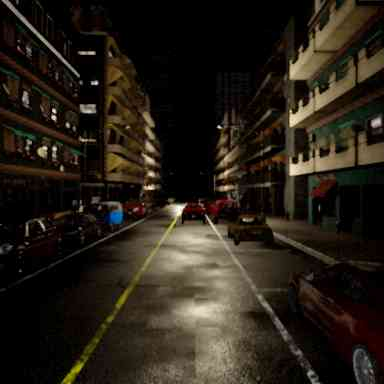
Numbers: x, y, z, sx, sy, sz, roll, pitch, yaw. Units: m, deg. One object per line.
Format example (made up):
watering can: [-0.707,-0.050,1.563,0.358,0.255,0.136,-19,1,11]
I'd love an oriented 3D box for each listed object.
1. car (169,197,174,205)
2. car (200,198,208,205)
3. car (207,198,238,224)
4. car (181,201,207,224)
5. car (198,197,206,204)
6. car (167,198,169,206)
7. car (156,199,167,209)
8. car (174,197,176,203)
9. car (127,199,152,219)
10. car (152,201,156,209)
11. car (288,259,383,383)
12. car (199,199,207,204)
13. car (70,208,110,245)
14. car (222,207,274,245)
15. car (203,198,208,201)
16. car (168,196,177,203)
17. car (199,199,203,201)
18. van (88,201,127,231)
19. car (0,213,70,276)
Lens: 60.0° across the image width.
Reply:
car: [-5.643,2.225,72.067,2.008,1.369,4.403,-1,-1,0]
car: [2.741,2.253,77.803,1.752,1.417,4.829,-1,-1,0]
car: [2.698,1.569,27.219,2.192,1.841,5.009,-1,-1,0]
car: [0.119,1.736,27.732,1.882,1.535,5.008,0,-1,0]
car: [2.749,2.272,88.838,1.967,1.590,4.097,-1,-1,0]
car: [-5.652,2.150,60.863,1.802,1.307,4.206,-1,-1,0]
car: [-5.656,2.098,55.261,1.802,1.307,4.206,-1,-1,0]
car: [-5.634,2.330,83.270,2.008,1.369,4.403,-1,-1,0]
car: [-5.668,1.621,32.856,2.192,1.841,5.009,-1,-1,0]
car: [-5.677,1.909,38.456,2.008,1.369,4.403,-1,-1,0]
car: [2.684,1.628,4.810,1.802,1.307,4.206,-1,-1,0]
car: [2.746,2.345,83.235,1.947,1.339,4.313,-1,-1,0]
car: [-5.655,1.701,16.049,2.008,1.369,4.403,-1,-1,0]
car: [2.692,1.677,16.184,1.752,1.417,4.829,-1,-1,0]
car: [2.707,1.674,38.423,2.192,1.841,5.009,-1,-1,0]
car: [-5.629,2.200,94.476,2.192,1.841,5.009,-1,-1,0]
car: [0.136,1.966,44.839,2.033,1.411,5.357,0,-1,0]
van: [-5.653,1.543,21.652,1.690,1.788,3.998,-1,-1,0]
car: [-5.661,1.538,10.448,1.967,1.590,4.097,-1,-1,0]
